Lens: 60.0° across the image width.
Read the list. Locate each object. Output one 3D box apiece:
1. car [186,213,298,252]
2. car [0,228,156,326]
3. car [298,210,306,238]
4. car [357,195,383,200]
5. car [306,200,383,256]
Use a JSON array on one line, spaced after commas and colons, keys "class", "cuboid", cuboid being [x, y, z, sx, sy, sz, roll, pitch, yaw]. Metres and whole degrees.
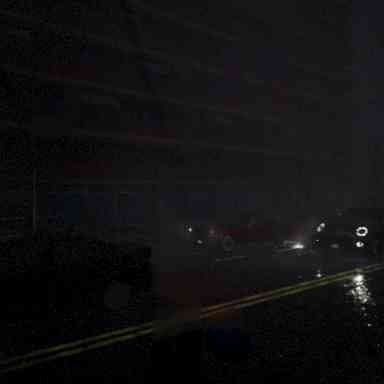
[{"class": "car", "cuboid": [2.096, 1.603, 14.065, 4.718, 1.301, 1.895, 0, 0, -35]}, {"class": "car", "cuboid": [-3.080, 1.478, 6.082, 5.008, 1.535, 1.882, 0, 0, -35]}, {"class": "car", "cuboid": [6.247, 1.604, 16.934, 4.181, 1.385, 1.994, 0, 0, -36]}, {"class": "car", "cuboid": [11.375, 1.225, 20.628, 5.566, 2.045, 2.150, 0, 0, -35]}, {"class": "car", "cuboid": [6.947, 1.354, 13.213, 4.553, 1.767, 2.097, 0, 0, -35]}]
